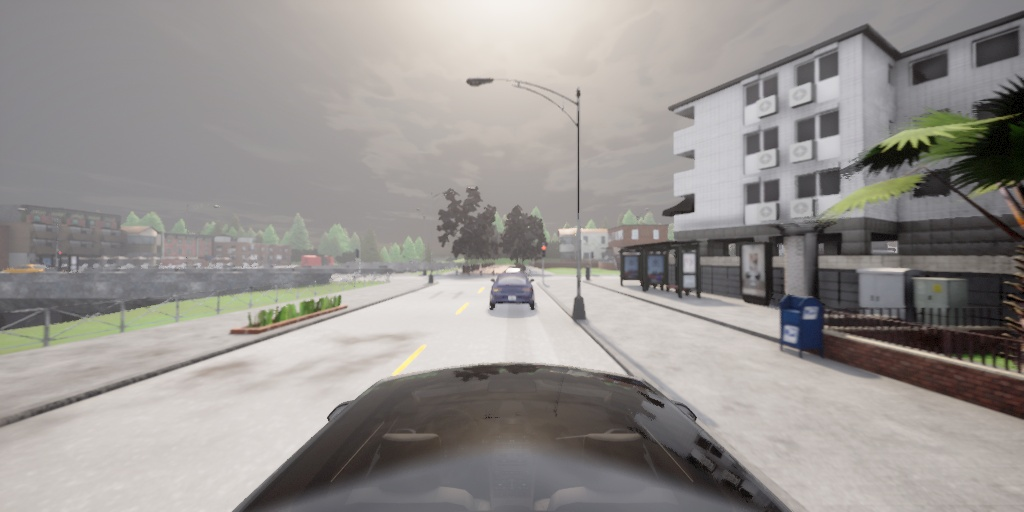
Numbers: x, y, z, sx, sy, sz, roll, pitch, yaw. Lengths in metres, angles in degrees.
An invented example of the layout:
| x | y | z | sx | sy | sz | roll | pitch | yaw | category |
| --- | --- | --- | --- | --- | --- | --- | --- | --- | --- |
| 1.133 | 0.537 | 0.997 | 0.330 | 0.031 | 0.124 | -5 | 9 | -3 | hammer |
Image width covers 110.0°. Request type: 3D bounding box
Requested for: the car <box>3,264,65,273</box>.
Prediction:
| x | y | z | sx | sy | sz | roll | pitch | yaw | category |
| --- | --- | --- | --- | --- | --- | --- | --- | --- | --- |
| -49.912 | 1.631 | 37.562 | 5.008 | 1.535 | 1.882 | 0 | -1 | 0 | car |

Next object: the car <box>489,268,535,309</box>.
| x | y | z | sx | sy | sz | roll | pitch | yaw | category |
| --- | --- | --- | --- | --- | --- | --- | --- | --- | --- |
| 0.023 | 1.432 | 15.737 | 1.812 | 1.442 | 4.674 | 0 | 0 | 0 | car |
